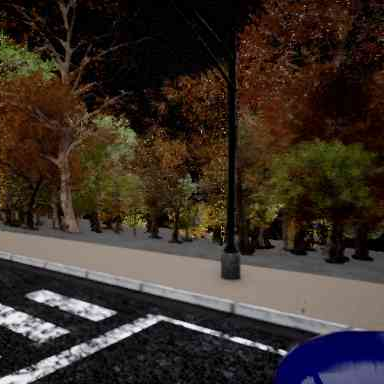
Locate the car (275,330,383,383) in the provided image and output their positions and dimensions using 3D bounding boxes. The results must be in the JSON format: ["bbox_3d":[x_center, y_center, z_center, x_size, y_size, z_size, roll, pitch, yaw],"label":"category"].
[{"bbox_3d":[2.744,1.526,1.729,4.674,1.442,1.812,0,0,35],"label":"car"}]
